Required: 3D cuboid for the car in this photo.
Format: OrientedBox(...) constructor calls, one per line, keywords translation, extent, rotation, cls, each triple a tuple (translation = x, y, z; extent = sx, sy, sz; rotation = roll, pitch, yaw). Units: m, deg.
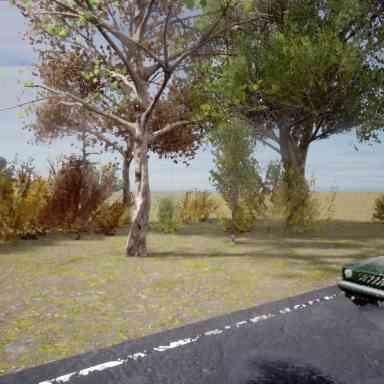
OrientedBox(translation=(5.106, 1.601, 6.800), extent=(4.718, 1.301, 1.895), rotation=(0, 0, -34), cls="car")
